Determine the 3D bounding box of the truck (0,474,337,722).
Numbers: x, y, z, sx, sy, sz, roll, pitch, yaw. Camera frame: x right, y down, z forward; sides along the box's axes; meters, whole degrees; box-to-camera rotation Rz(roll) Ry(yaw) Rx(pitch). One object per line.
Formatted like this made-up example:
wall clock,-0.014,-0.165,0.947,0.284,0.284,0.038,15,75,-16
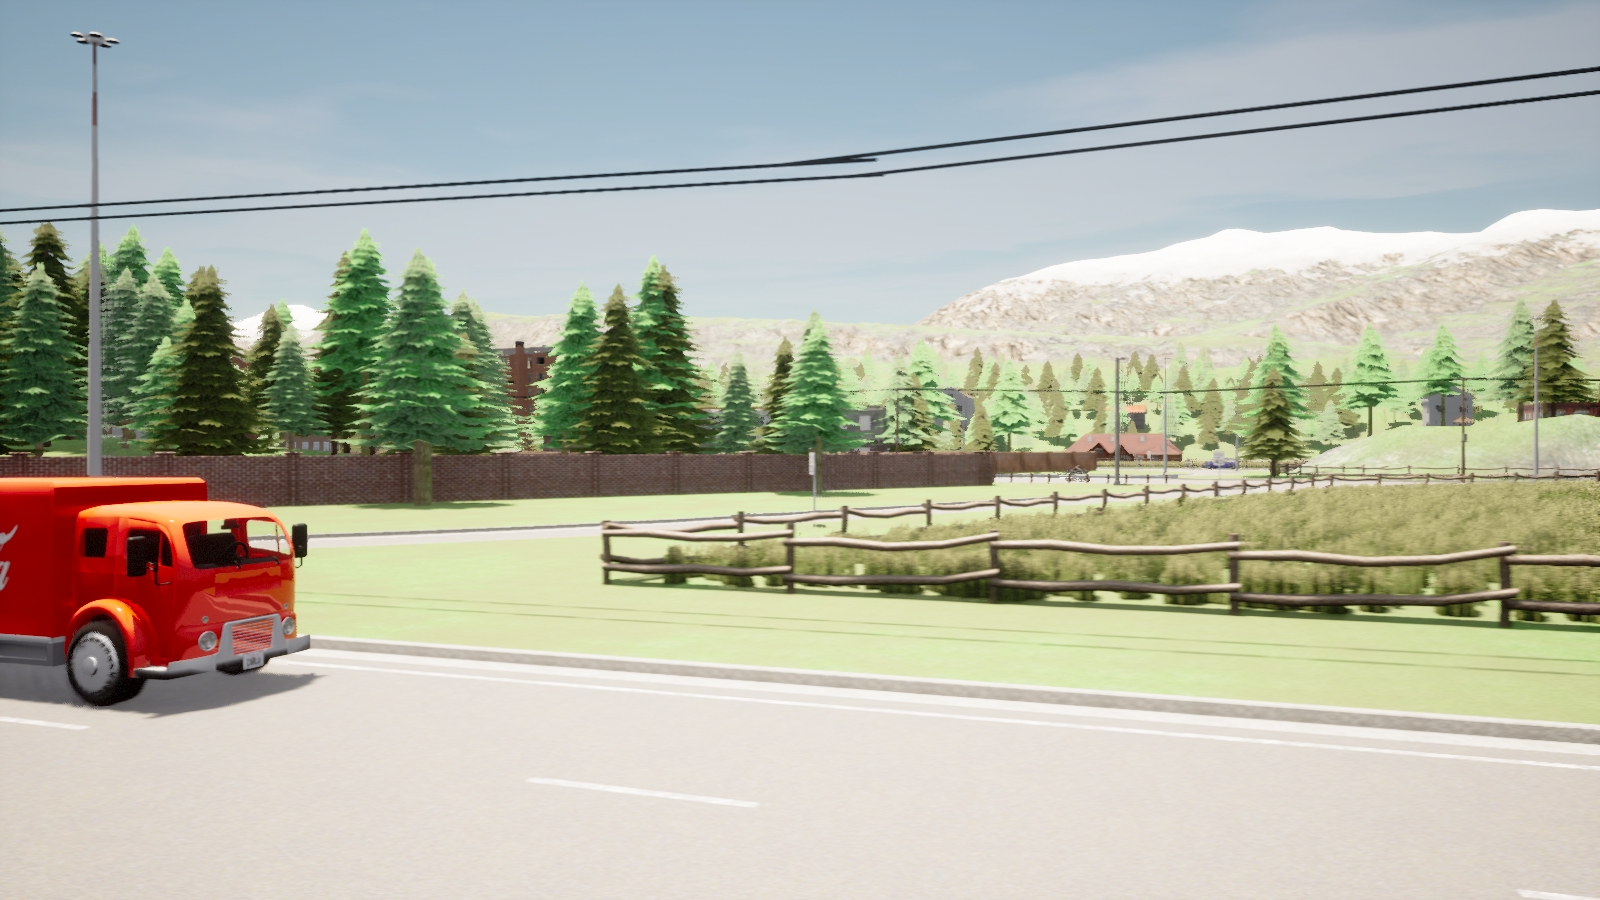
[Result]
truck,-8.669,1.568,13.903,5.204,2.467,2.627,0,0,20
